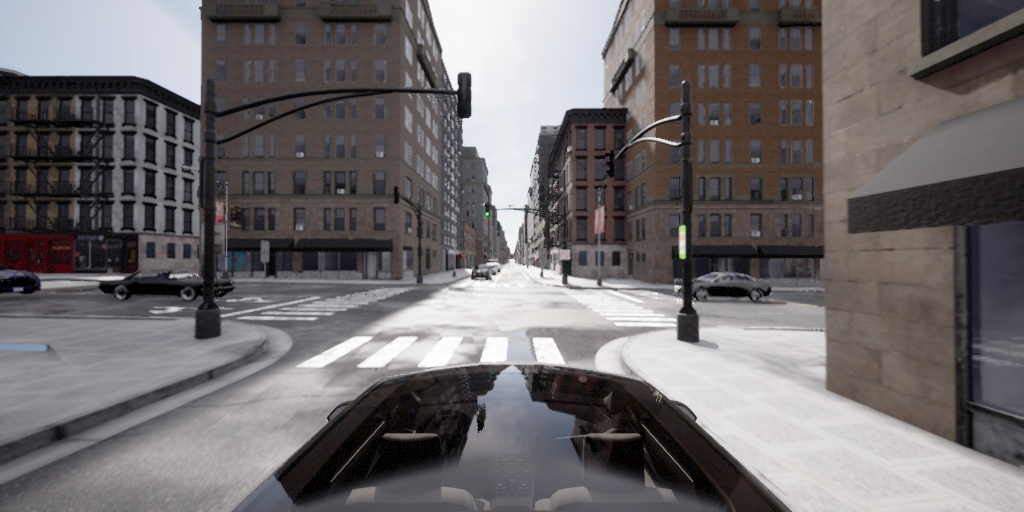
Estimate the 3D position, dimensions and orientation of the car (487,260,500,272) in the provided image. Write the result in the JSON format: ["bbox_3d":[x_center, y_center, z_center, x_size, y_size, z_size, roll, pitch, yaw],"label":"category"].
[{"bbox_3d":[-3.041,1.584,57.542,2.150,2.045,5.566,0,-1,1],"label":"car"}]

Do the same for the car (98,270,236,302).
[{"bbox_3d":[-15.408,1.294,16.255,4.718,1.301,1.895,1,-1,0],"label":"car"}]

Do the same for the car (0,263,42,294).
[{"bbox_3d":[-24.599,0.900,16.292,4.553,1.767,2.097,1,-1,1],"label":"car"}]

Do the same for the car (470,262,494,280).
[{"bbox_3d":[-3.099,1.640,36.591,1.837,1.490,4.892,0,-1,0],"label":"car"}]

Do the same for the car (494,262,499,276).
[{"bbox_3d":[-3.077,1.845,46.602,1.895,1.301,4.718,0,-1,0],"label":"car"}]

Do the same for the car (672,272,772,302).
[{"bbox_3d":[11.415,1.652,19.621,4.902,1.511,2.128,1,-1,0],"label":"car"}]
